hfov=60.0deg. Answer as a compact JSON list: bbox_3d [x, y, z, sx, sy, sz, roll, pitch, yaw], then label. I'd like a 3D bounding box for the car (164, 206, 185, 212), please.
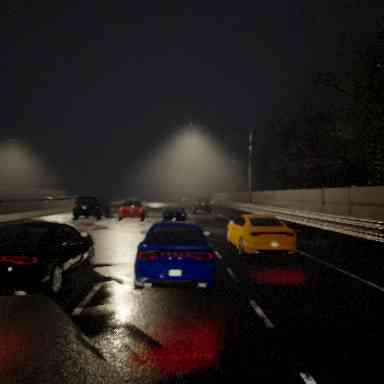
[{"bbox_3d":[-1.463,1.833,28.107,1.895,1.301,4.718,1,-1,-3],"label":"car"}]

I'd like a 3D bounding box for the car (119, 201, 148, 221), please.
[{"bbox_3d":[-5.012,1.527,28.989,2.097,1.767,4.553,1,-1,-3],"label":"car"}]

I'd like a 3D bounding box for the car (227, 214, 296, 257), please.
[{"bbox_3d":[2.692,1.654,13.823,1.882,1.535,5.008,1,-1,-3],"label":"car"}]

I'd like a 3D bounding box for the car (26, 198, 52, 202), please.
[{"bbox_3d":[-20.047,1.576,44.899,1.812,1.442,4.674,1,0,-3],"label":"car"}]

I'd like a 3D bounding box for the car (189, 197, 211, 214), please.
[{"bbox_3d":[1.189,1.635,42.469,2.150,2.045,5.566,1,-1,-3],"label":"car"}]

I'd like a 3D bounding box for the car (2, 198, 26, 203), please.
[{"bbox_3d":[-23.583,1.556,45.640,1.994,1.385,4.181,1,-1,-3],"label":"car"}]

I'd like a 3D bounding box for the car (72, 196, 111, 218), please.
[{"bbox_3d":[-8.488,1.328,28.455,2.150,2.045,5.566,1,-1,-3],"label":"car"}]

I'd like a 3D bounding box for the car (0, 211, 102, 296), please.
[{"bbox_3d":[-3.939,1.485,8.635,1.882,1.535,5.008,1,-1,-3],"label":"car"}]

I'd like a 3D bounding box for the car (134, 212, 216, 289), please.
[{"bbox_3d":[-0.476,1.555,9.418,1.882,1.535,5.008,1,-1,-3],"label":"car"}]

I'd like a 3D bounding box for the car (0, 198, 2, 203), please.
[{"bbox_3d":[-27.042,1.425,44.765,1.837,1.490,4.892,1,-1,-3],"label":"car"}]
